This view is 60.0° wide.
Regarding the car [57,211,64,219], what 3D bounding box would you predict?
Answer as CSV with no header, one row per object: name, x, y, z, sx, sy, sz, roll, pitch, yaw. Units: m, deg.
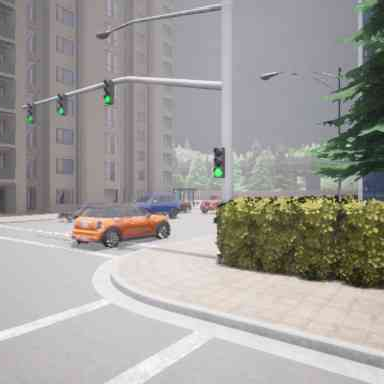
car,-7.859,1.547,26.545,2.033,1.411,5.357,0,0,36

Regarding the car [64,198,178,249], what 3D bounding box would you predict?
car,-3.015,1.352,15.048,2.097,1.767,4.553,0,0,36

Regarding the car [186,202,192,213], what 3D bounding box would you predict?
car,-2.053,1.478,34.453,1.882,1.535,5.008,0,0,36

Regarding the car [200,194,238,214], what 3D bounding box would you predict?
car,3.109,1.221,35.563,2.150,2.045,5.566,0,0,36

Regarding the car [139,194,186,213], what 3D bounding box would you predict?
car,-3.237,1.221,26.930,2.150,2.045,5.566,0,0,36
